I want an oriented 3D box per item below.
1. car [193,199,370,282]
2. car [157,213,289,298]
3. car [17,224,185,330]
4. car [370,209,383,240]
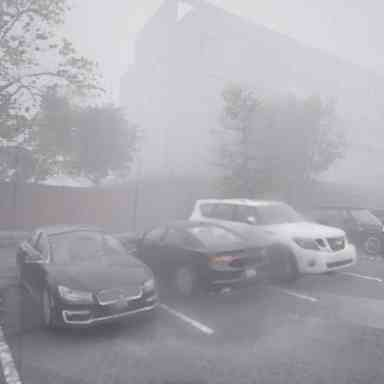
[{"bbox_3d":[2.065,1.255,10.405,2.435,2.045,5.566,0,0,-36],"label":"car"},{"bbox_3d":[-0.224,1.496,8.800,2.097,1.535,5.008,0,0,-35],"label":"car"},{"bbox_3d":[-2.504,1.488,7.188,2.231,1.521,4.892,0,0,-36],"label":"car"},{"bbox_3d":[11.159,1.573,16.893,2.163,1.488,4.792,0,0,-35],"label":"car"}]
